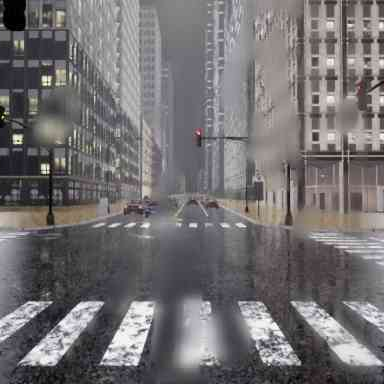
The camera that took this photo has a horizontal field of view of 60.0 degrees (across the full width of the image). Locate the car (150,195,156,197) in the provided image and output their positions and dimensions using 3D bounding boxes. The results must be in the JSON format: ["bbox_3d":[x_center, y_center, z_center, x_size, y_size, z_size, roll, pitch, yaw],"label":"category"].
[{"bbox_3d":[-5.679,1.332,44.945,2.192,1.841,5.009,1,0,0],"label":"car"}]

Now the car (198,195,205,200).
[{"bbox_3d":[2.687,1.584,95.204,1.887,1.381,4.507,1,0,0],"label":"car"}]

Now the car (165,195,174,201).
[{"bbox_3d":[-5.691,1.578,83.971,1.887,1.381,4.507,1,0,0],"label":"car"}]

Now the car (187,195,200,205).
[{"bbox_3d":[0.090,1.571,60.093,2.033,1.411,5.357,0,0,0],"label":"car"}]

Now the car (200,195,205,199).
[{"bbox_3d":[2.695,1.547,56.334,1.752,1.417,4.829,1,0,0],"label":"car"}]

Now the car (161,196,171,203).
[{"bbox_3d":[-5.689,1.573,72.820,1.887,1.381,4.507,1,0,0],"label":"car"}]

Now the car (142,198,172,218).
[{"bbox_3d":[-3.104,1.537,30.328,1.812,1.442,4.674,0,0,0],"label":"car"}]

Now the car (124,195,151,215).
[{"bbox_3d":[-5.680,1.453,33.794,1.967,1.590,4.097,1,0,0],"label":"car"}]

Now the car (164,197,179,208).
[{"bbox_3d":[-3.104,1.567,51.058,2.033,1.411,5.357,0,0,0],"label":"car"}]

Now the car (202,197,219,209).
[{"bbox_3d":[2.695,1.599,45.008,1.802,1.307,4.206,1,0,0],"label":"car"}]

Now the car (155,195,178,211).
[{"bbox_3d":[-3.104,1.520,40.670,1.837,1.490,4.892,0,0,0],"label":"car"}]

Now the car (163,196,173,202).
[{"bbox_3d":[-5.690,1.582,78.395,2.008,1.369,4.403,1,0,0],"label":"car"}]

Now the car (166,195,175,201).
[{"bbox_3d":[-5.692,1.587,89.546,2.008,1.369,4.403,1,0,0],"label":"car"}]

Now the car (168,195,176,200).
[{"bbox_3d":[-5.693,1.605,95.121,1.947,1.339,4.313,1,0,0],"label":"car"}]

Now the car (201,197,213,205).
[{"bbox_3d":[2.693,1.590,61.741,1.947,1.339,4.313,1,0,0],"label":"car"}]
